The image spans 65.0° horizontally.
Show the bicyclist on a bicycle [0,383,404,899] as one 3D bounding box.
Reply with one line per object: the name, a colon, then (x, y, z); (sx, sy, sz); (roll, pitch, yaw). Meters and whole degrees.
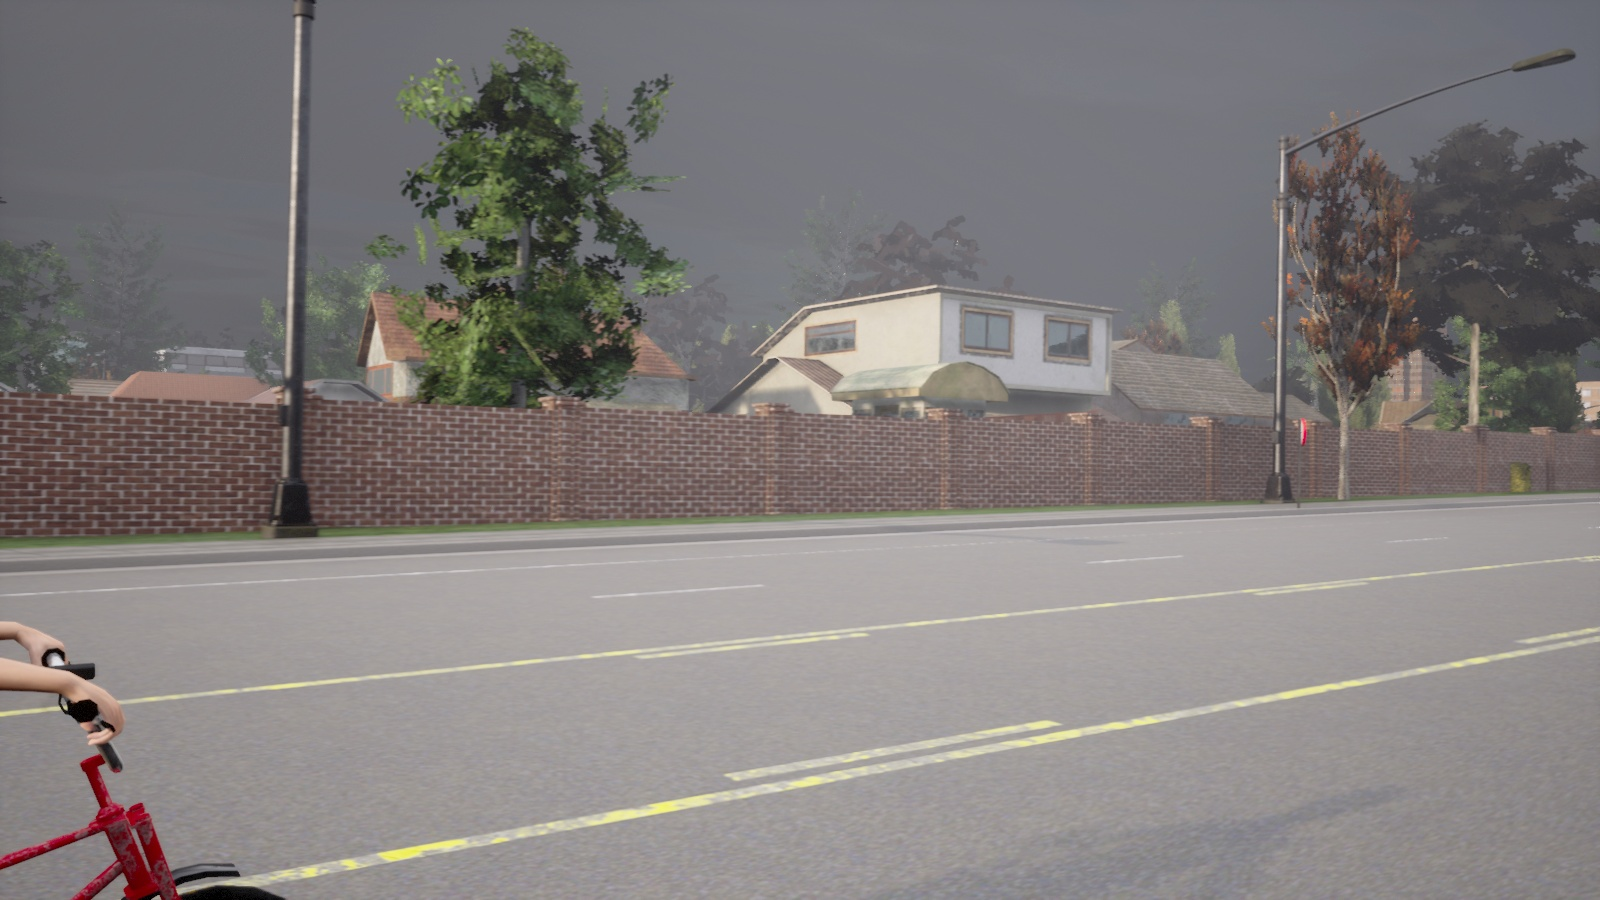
bicyclist on a bicycle: (-1.677, 0.691, 2.488); (1.509, 1.612, 0.866); (0, 0, -35)
